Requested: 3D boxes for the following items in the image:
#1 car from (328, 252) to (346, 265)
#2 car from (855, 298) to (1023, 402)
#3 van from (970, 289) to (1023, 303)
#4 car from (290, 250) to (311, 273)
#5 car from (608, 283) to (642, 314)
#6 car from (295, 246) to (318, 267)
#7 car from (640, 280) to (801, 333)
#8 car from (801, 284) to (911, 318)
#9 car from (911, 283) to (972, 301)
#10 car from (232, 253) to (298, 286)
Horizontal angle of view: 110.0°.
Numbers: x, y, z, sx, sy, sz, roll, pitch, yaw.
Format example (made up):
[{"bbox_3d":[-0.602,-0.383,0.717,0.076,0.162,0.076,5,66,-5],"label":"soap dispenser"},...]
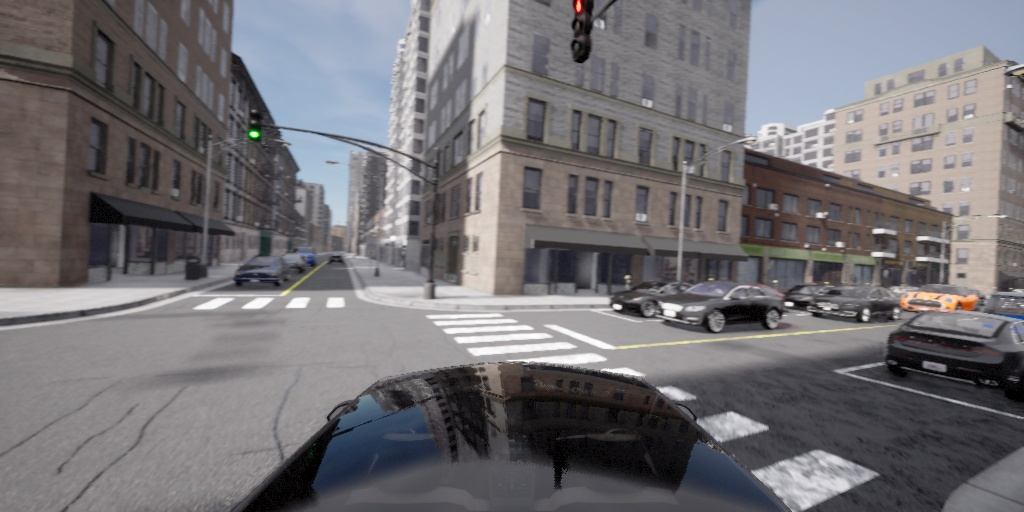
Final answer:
[{"bbox_3d":[-22.852,0.327,46.786,1.837,1.490,4.892,3,0,-25],"label":"car"},{"bbox_3d":[9.368,1.809,7.248,4.403,1.370,2.007,0,0,-25],"label":"car"},{"bbox_3d":[14.491,1.871,9.690,3.998,1.789,1.690,0,0,-25],"label":"van"},{"bbox_3d":[-17.339,0.519,28.225,1.812,1.442,4.674,3,0,-25],"label":"car"},{"bbox_3d":[5.924,1.656,14.495,4.313,1.339,1.948,0,0,-25],"label":"car"},{"bbox_3d":[-21.731,0.046,37.572,2.150,2.045,5.566,3,0,-25],"label":"car"},{"bbox_3d":[7.143,1.641,12.250,4.902,1.511,2.128,3,0,-25],"label":"car"},{"bbox_3d":[15.595,2.102,16.274,4.892,1.490,1.837,3,0,-25],"label":"car"},{"bbox_3d":[24.483,2.419,20.496,4.553,1.767,2.097,3,0,-25],"label":"car"},{"bbox_3d":[-12.946,0.715,18.924,2.033,1.411,5.357,3,0,-25],"label":"car"}]
